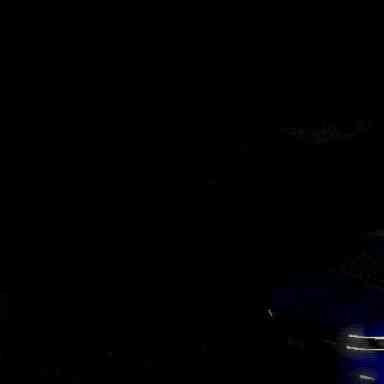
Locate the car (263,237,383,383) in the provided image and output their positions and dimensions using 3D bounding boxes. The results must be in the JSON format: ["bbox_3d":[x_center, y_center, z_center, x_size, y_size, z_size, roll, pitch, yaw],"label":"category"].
[{"bbox_3d":[3.301,1.482,5.159,5.008,1.535,1.882,0,0,-33],"label":"car"}]
